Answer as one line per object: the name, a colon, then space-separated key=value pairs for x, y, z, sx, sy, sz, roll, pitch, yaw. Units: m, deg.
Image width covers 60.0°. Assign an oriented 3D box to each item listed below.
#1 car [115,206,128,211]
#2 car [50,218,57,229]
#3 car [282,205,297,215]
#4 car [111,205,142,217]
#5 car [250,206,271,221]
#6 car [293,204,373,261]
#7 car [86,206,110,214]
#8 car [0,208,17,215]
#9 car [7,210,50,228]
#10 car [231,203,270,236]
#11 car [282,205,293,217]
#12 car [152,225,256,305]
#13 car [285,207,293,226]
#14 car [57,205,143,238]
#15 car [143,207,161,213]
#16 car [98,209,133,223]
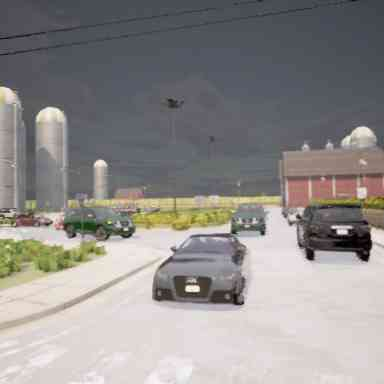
car: x=-19.680 y=4.611 z=93.090 sx=1.895 sy=1.301 sz=4.718 roll=-2 pitch=-2 yaw=13
car: x=-10.701 y=2.424 z=30.188 sx=2.097 sy=1.767 sz=4.553 roll=-1 pitch=-2 yaw=-1
car: x=14.630 y=2.693 z=50.160 sx=1.994 sy=1.385 sz=4.181 roll=-2 pitch=-2 yaw=14
car: x=-10.849 y=3.090 z=55.321 sx=4.605 sy=1.855 sz=1.932 roll=-2 pitch=-2 yaw=14
car: x=7.912 y=2.418 z=38.185 sx=2.128 sy=1.511 sz=4.902 roll=-2 pitch=-2 yaw=14
car: x=5.604 y=1.502 z=13.683 sx=2.150 sy=2.045 sz=5.566 roll=-2 pitch=-2 yaw=13
car: x=-20.377 y=3.920 z=72.075 sx=4.611 sy=1.667 sz=2.242 roll=-2 pitch=-2 yaw=14
car: x=-26.146 y=3.208 z=48.576 sx=3.866 sy=1.878 sz=1.905 roll=-2 pitch=-2 yaw=14
car: x=-16.024 y=2.790 z=33.446 sx=3.905 sy=1.438 sz=1.784 roll=-2 pitch=-2 yaw=14
car: x=4.039 y=1.796 z=22.936 sx=2.150 sy=2.045 sz=5.566 roll=-2 pitch=-2 yaw=14
car: x=12.284 y=2.473 z=40.659 sx=1.994 sy=1.385 sz=4.181 roll=-2 pitch=-2 yaw=14
car: x=0.470 y=1.809 z=8.672 sx=1.994 sy=1.385 sz=4.181 roll=-2 pitch=-2 yaw=14
car: x=9.471 y=2.247 z=29.311 sx=1.895 sy=1.301 sz=4.718 roll=-2 pitch=-2 yaw=14
car: x=-6.070 y=1.956 z=21.443 sx=5.566 sy=2.045 sz=2.150 roll=-2 pitch=-2 yaw=38
car: x=-6.307 y=3.100 z=52.534 sx=2.128 sy=1.511 sz=4.902 roll=-2 pitch=-1 yaw=15
car: x=-9.270 y=2.888 z=40.792 sx=2.033 sy=1.411 sz=5.357 roll=-2 pitch=-2 yaw=14
